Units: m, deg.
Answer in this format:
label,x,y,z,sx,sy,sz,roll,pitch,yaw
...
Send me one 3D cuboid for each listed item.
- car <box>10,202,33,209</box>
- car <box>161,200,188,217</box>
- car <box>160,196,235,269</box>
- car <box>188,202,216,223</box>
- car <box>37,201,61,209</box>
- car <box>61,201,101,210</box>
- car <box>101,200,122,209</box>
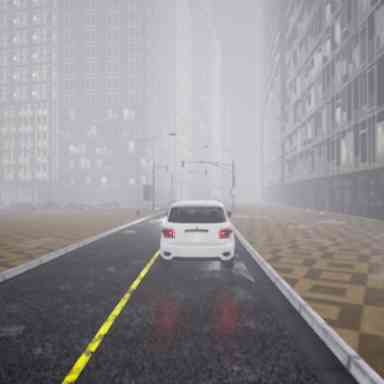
label,x,y,z,sx,sy,sz,roll,pitch,yaw
car,-30.493,2.417,59.680,4.313,1.339,1.947,-1,0,13
car,-1.701,1.643,34.223,2.128,1.511,4.902,0,0,5
car,0.229,1.279,11.563,2.150,2.045,5.566,0,0,2
car,0.952,1.618,27.561,2.128,1.511,4.902,0,0,4
car,-25.011,2.312,58.422,4.313,1.339,1.947,-1,0,13
car,-15.922,2.017,47.739,4.403,1.369,2.008,-1,0,13
car,-14.047,2.089,55.906,4.403,1.369,2.008,-1,0,13
